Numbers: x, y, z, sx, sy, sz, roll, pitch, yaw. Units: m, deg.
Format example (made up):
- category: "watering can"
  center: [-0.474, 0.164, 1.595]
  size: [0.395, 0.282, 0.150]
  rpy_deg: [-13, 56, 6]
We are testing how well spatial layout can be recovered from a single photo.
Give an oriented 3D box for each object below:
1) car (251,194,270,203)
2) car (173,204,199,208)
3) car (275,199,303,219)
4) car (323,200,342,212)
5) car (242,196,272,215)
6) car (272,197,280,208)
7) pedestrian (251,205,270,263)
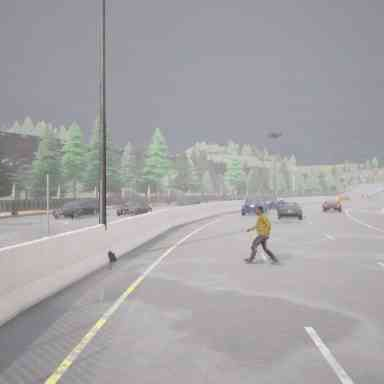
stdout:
- category: "car"
  center: [13.915, 1.354, 67.639]
  size: [2.097, 1.767, 4.553]
  rpy_deg: [0, 0, 36]
- category: "car"
  center: [-0.417, 1.491, 35.493]
  size: [2.128, 1.511, 4.902]
  rpy_deg: [0, 0, 21]
- category: "car"
  center: [8.666, 1.564, 29.187]
  size: [1.994, 1.385, 4.181]
  rpy_deg: [0, 0, 18]
- category: "car"
  center: [16.376, 1.601, 38.631]
  size: [1.895, 1.301, 4.718]
  rpy_deg: [0, 0, 26]
- category: "car"
  center: [6.354, 1.352, 33.049]
  size: [2.097, 1.767, 4.553]
  rpy_deg: [0, 0, 20]
- category: "car"
  center: [10.409, 1.352, 42.492]
  size: [2.097, 1.767, 4.553]
  rpy_deg: [0, 0, 28]
- category: "pedestrian"
  center: [2.086, 1.294, 10.180]
  size: [0.375, 1.860, 0.375]
  rpy_deg: [0, 0, 6]
